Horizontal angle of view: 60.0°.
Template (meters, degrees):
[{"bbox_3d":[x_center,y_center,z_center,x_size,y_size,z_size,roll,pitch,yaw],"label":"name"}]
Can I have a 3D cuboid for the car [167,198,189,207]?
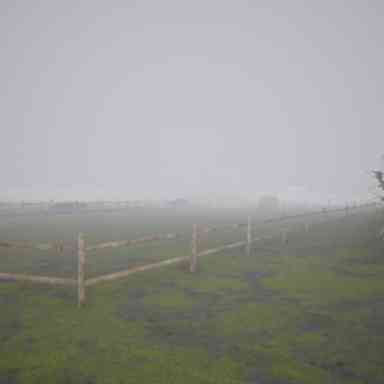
[{"bbox_3d":[-2.543,1.797,58.238,1.882,1.535,5.008,0,-1,37],"label":"car"}]

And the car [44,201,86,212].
[{"bbox_3d":[-15.471,1.714,40.678,1.895,1.301,4.718,0,0,36],"label":"car"}]
